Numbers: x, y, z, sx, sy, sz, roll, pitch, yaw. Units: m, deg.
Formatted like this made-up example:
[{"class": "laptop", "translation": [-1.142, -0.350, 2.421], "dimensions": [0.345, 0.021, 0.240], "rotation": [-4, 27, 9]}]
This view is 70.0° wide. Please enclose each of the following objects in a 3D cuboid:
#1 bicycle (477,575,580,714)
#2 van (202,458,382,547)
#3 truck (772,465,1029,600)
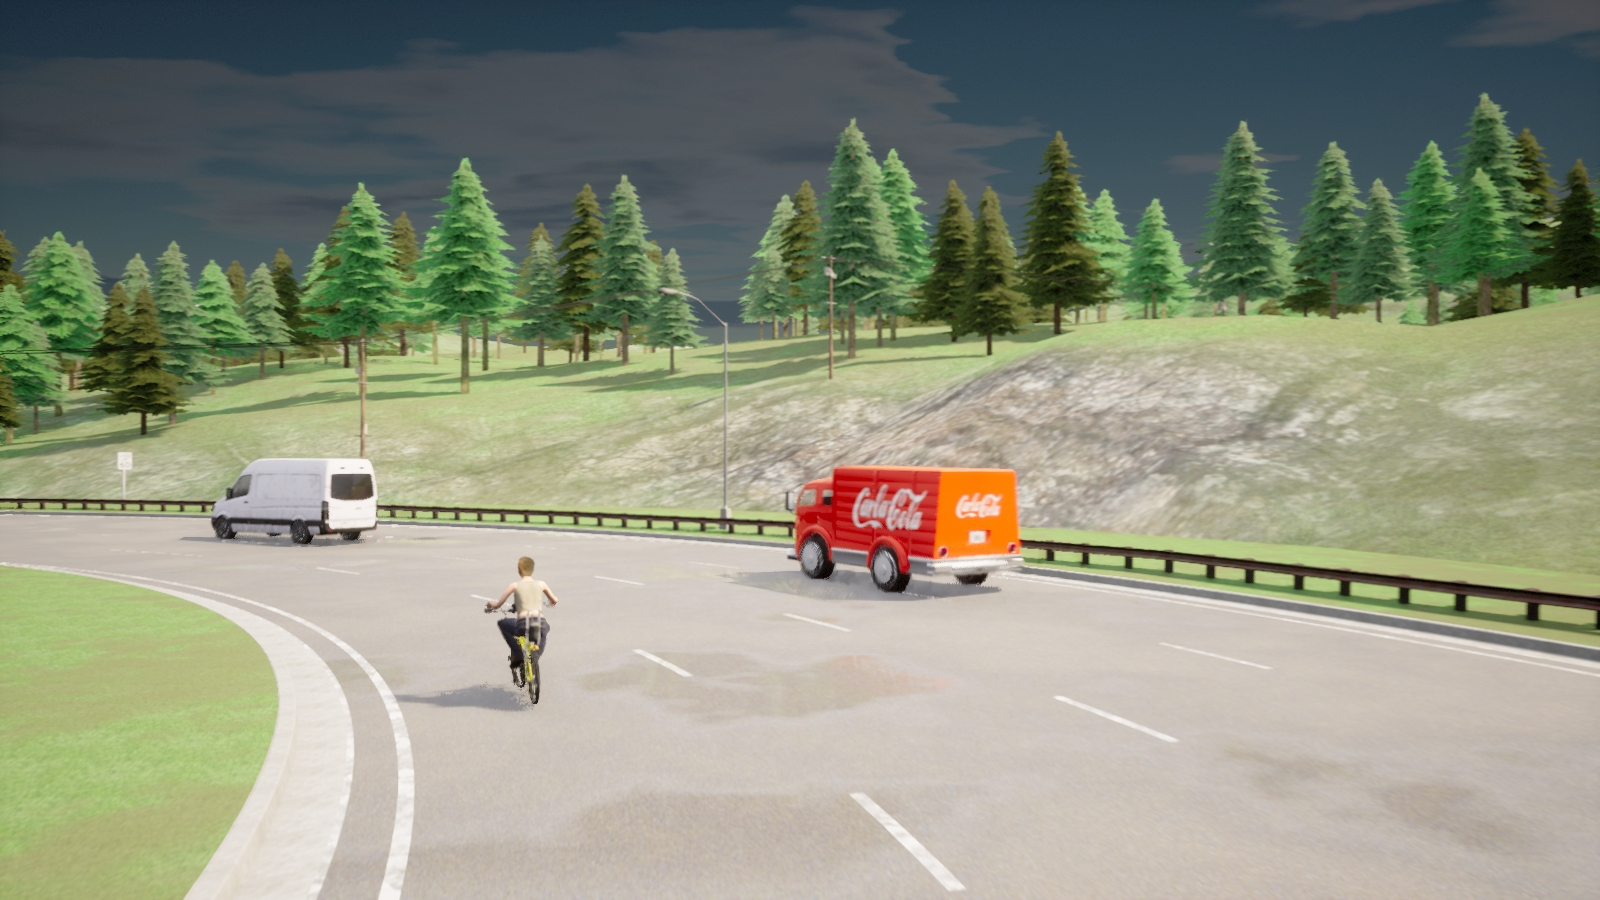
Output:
[{"class": "bicycle", "translation": [-3.109, 2.159, 12.988], "dimensions": [0.859, 1.276, 1.487], "rotation": [-1, 0, -24]}, {"class": "van", "translation": [-15.871, 1.541, 35.595], "dimensions": [5.915, 2.561, 1.988], "rotation": [0, -1, 30]}, {"class": "truck", "translation": [1.966, 1.569, 24.091], "dimensions": [2.627, 2.467, 5.204], "rotation": [1, 0, -35]}]
